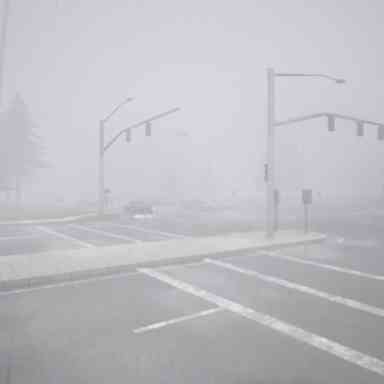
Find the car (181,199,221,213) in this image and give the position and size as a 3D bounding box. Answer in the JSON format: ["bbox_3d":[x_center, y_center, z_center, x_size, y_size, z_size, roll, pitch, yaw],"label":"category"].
[{"bbox_3d":[0.750,1.612,37.384,1.895,1.301,4.718,0,0,-35],"label":"car"}]

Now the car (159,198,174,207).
[{"bbox_3d":[-4.800,1.561,51.412,2.033,1.411,5.357,0,0,-35],"label":"car"}]

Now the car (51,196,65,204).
[{"bbox_3d":[-25.091,1.515,62.201,1.837,1.490,4.892,0,-1,-35],"label":"car"}]

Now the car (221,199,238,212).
[{"bbox_3d":[3.451,1.539,39.630,1.812,1.442,4.674,0,0,-35],"label":"car"}]

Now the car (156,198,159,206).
[{"bbox_3d":[-7.047,1.575,48.517,1.994,1.385,4.181,0,0,-35],"label":"car"}]

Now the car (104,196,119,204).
[{"bbox_3d":[-15.719,1.516,60.952,1.837,1.490,4.892,0,0,-35],"label":"car"}]

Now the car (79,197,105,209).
[{"bbox_3d":[-14.355,1.609,46.748,1.895,1.301,4.718,0,0,-35],"label":"car"}]

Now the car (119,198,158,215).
[{"bbox_3d":[-5.504,1.572,33.778,1.994,1.385,4.181,0,0,-30],"label":"car"}]
